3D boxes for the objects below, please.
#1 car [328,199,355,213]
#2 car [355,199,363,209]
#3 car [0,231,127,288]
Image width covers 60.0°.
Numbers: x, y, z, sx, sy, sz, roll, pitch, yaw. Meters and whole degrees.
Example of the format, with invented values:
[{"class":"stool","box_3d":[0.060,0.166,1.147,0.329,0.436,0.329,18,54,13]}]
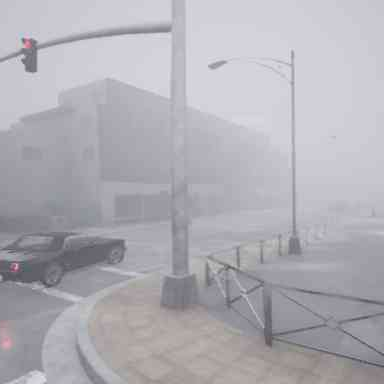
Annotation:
[{"class":"car","box_3d":[18.555,1.751,41.925,2.128,1.511,4.902,-1,-1,35]},{"class":"car","box_3d":[24.490,1.809,50.290,2.033,1.411,5.357,-1,0,35]},{"class":"car","box_3d":[-3.946,1.849,10.224,1.895,1.301,4.718,0,-1,21]}]
